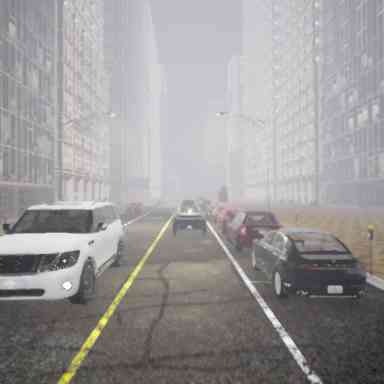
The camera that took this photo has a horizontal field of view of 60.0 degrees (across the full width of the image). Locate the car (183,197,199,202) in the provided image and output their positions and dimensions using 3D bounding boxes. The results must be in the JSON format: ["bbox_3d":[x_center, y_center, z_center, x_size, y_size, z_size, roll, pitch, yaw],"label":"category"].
[{"bbox_3d":[-0.422,1.657,40.453,1.837,1.490,4.892,0,0,-1],"label":"car"}]

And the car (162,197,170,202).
[{"bbox_3d":[-6.836,1.934,87.852,2.008,1.369,4.403,0,0,-1],"label":"car"}]

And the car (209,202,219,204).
[{"bbox_3d":[2.377,1.658,25.367,1.802,1.307,4.206,0,0,-1],"label":"car"}]

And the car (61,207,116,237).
[{"bbox_3d":[-5.927,1.654,19.589,1.887,1.381,4.507,0,0,-1],"label":"car"}]

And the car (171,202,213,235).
[{"bbox_3d":[-0.149,1.562,19.239,2.128,1.511,4.902,0,0,-1],"label":"car"}]

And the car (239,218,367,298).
[{"bbox_3d":[2.604,1.564,8.302,2.008,1.369,4.403,0,0,-1],"label":"car"}]

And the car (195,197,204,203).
[{"bbox_3d":[1.696,1.825,76.563,1.887,1.381,4.507,0,0,-1],"label":"car"}]

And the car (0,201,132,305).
[{"bbox_3d":[-3.194,1.274,8.539,2.150,2.045,5.566,0,0,-1],"label":"car"}]

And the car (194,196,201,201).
[{"bbox_3d":[1.468,1.937,93.628,1.802,1.307,4.206,0,0,-1],"label":"car"}]

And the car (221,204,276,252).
[{"bbox_3d":[2.528,1.474,13.990,1.967,1.590,4.097,0,0,-1],"label":"car"}]

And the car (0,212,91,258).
[{"bbox_3d":[-5.852,1.639,13.901,2.008,1.369,4.403,0,0,-1],"label":"car"}]

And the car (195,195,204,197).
[{"bbox_3d":[1.920,1.737,59.667,1.752,1.417,4.829,0,0,-1],"label":"car"}]

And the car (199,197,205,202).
[{"bbox_3d":[2.074,1.731,48.120,1.947,1.339,4.313,0,0,-1],"label":"car"}]

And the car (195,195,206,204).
[{"bbox_3d":[1.771,1.572,70.875,2.192,1.841,5.009,0,0,-1],"label":"car"}]

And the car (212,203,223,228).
[{"bbox_3d":[2.453,1.600,19.679,1.887,1.381,4.507,0,0,-1],"label":"car"}]

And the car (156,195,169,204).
[{"bbox_3d":[-6.609,1.862,70.786,2.008,1.369,4.403,0,0,-1],"label":"car"}]

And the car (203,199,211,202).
[{"bbox_3d":[2.301,1.649,31.055,2.008,1.369,4.403,0,0,-1],"label":"car"}]

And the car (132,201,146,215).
[{"bbox_3d":[-6.154,1.719,36.655,1.887,1.381,4.507,0,0,-1],"label":"car"}]
